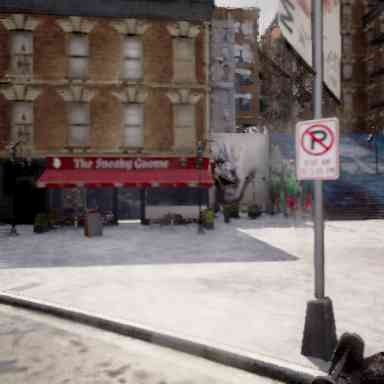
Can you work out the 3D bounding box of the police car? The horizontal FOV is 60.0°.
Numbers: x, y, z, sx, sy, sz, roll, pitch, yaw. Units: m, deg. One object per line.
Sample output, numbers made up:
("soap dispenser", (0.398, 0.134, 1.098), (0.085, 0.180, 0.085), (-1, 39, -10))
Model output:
("police car", (3.062, 1.401, 1.131), (5.238, 1.638, 1.930), (0, 0, 37))
